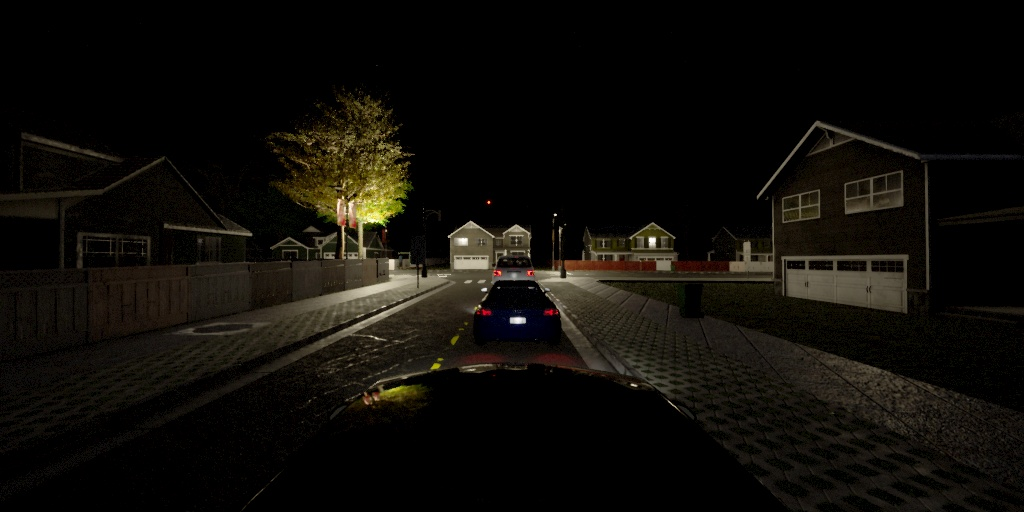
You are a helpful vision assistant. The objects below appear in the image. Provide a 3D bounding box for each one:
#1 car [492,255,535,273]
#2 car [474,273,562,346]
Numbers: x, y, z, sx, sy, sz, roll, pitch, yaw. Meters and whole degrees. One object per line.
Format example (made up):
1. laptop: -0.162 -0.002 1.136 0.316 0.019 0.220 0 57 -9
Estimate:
1. car: 0.101 0.976 19.451 2.150 2.045 5.566 0 0 0
2. car: 0.106 1.316 9.489 1.994 1.385 4.181 0 0 0
